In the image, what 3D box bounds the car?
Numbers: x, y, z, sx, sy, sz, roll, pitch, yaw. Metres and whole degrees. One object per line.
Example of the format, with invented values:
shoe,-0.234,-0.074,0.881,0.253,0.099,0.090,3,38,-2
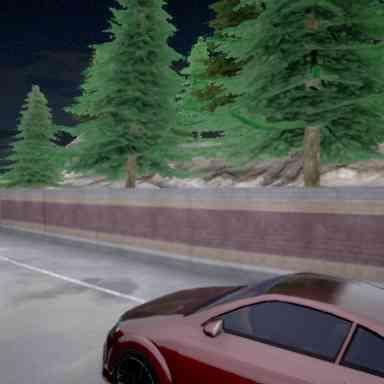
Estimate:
car,1.023,1.574,3.372,4.181,1.385,1.994,0,0,36
